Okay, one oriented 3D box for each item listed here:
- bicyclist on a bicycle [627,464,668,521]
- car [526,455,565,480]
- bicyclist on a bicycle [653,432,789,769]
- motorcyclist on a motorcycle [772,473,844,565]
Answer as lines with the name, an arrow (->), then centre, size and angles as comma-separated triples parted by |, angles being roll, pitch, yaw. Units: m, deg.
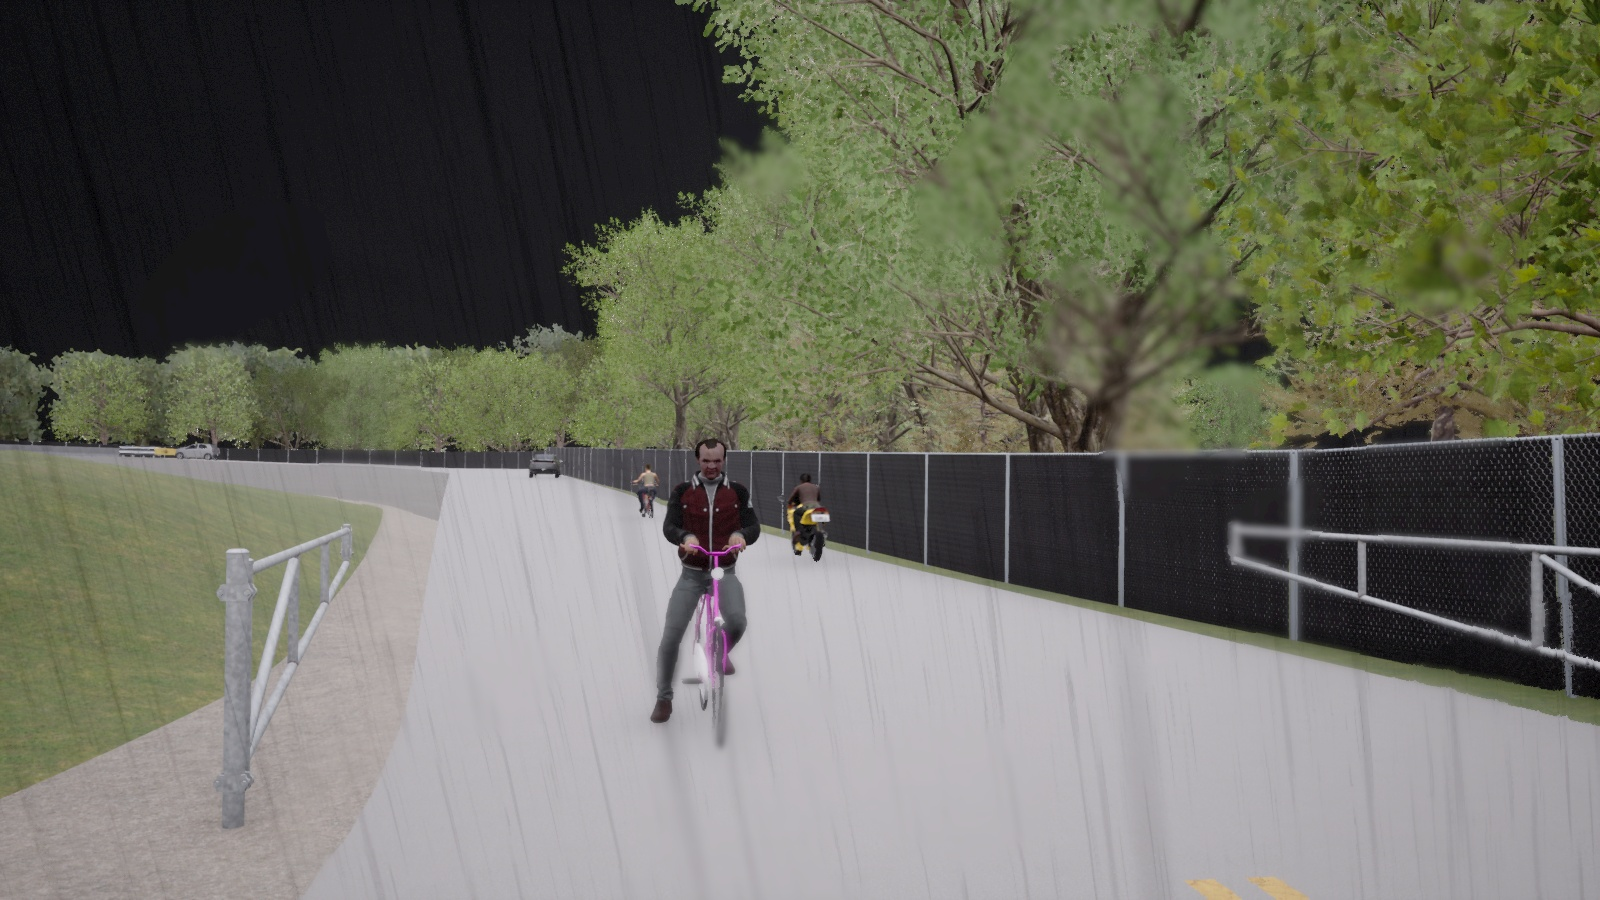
bicyclist on a bicycle -> -4.494, 1.237, 36.868 | 0.866, 1.612, 1.509 | 0, 0, -20
car -> -16.210, 1.091, 80.174 | 2.128, 1.511, 4.902 | 0, 0, -8
bicyclist on a bicycle -> -0.524, 0.813, 7.594 | 0.659, 1.776, 1.843 | 0, -1, -9
motorcyclist on a motorcycle -> 0.118, 1.161, 21.899 | 0.797, 1.523, 2.044 | 0, -1, -13
